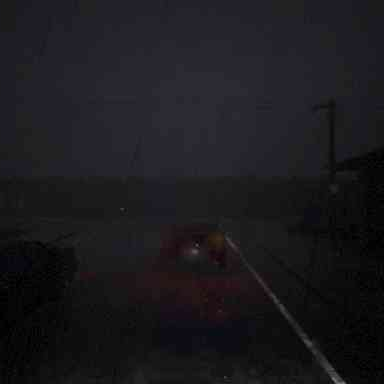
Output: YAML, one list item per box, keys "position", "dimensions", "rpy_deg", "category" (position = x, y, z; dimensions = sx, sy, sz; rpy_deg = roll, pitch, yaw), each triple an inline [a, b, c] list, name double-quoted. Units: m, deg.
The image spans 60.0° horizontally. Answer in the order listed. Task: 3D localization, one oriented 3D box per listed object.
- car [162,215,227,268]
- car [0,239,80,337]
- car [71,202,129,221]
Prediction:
- position: [0.086, 1.510, 11.434]
  dimensions: [1.882, 1.535, 5.008]
  rpy_deg: [0, -1, 0]
  category: "car"
- position: [-3.585, 1.564, 5.645]
  dimensions: [2.033, 1.411, 5.357]
  rpy_deg: [0, 0, 0]
  category: "car"
- position: [-7.730, 1.597, 27.961]
  dimensions: [4.902, 1.511, 2.128]
  rpy_deg: [0, -1, 10]
  category: "car"
